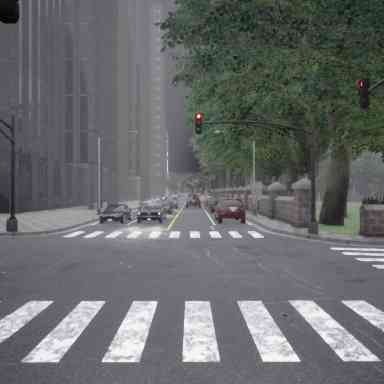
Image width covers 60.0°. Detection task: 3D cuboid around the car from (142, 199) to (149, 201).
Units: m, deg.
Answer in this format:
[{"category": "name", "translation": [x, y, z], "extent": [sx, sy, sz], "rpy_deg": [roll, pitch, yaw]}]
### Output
[{"category": "car", "translation": [-5.653, 1.580, 41.631], "extent": [2.008, 1.369, 4.403], "rpy_deg": [0, 0, 0]}]

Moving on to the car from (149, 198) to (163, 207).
[{"category": "car", "translation": [-5.624, 1.623, 52.546], "extent": [1.802, 1.307, 4.206], "rpy_deg": [0, 0, 0]}]

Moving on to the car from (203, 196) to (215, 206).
[{"category": "car", "translation": [2.915, 1.488, 57.986], "extent": [1.967, 1.590, 4.097], "rpy_deg": [0, 0, 0]}]

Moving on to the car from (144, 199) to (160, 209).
[{"category": "car", "translation": [-5.639, 1.617, 47.089], "extent": [1.802, 1.307, 4.206], "rpy_deg": [0, 0, 0]}]

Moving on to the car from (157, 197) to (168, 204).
[{"category": "car", "translation": [-5.596, 1.636, 63.460], "extent": [1.802, 1.307, 4.206], "rpy_deg": [0, 0, 0]}]

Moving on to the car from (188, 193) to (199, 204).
[{"category": "car", "translation": [0.276, 1.280, 68.315], "extent": [2.150, 2.045, 5.566], "rpy_deg": [0, 0, 0]}]

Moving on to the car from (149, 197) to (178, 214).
[{"category": "car", "translation": [-3.001, 1.569, 35.518], "extent": [2.033, 1.411, 5.357], "rpy_deg": [0, 0, 1]}]

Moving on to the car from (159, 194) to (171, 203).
[{"category": "car", "translation": [-5.581, 1.375, 68.917], "extent": [2.192, 1.841, 5.009], "rpy_deg": [0, 0, 0]}]

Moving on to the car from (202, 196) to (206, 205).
[{"category": "car", "translation": [2.886, 1.586, 47.073], "extent": [2.008, 1.369, 4.403], "rpy_deg": [0, 0, 0]}]

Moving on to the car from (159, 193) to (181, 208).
[{"category": "car", "translation": [-2.968, 1.386, 45.793], "extent": [2.097, 1.767, 4.553], "rpy_deg": [0, 0, 0]}]

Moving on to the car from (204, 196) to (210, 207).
[{"category": "car", "translation": [2.872, 1.580, 41.616], "extent": [2.008, 1.369, 4.403], "rpy_deg": [0, 0, 0]}]

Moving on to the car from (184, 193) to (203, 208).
[{"category": "car", "translation": [0.228, 1.391, 49.950], "extent": [2.097, 1.767, 4.553], "rpy_deg": [0, 0, 0]}]

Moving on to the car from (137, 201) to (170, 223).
[{"category": "car", "translation": [-3.032, 1.612, 25.700], "extent": [1.895, 1.301, 4.718], "rpy_deg": [0, 0, 0]}]

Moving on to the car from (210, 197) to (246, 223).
[{"category": "car", "translation": [2.829, 1.326, 25.248], "extent": [2.192, 1.841, 5.009], "rpy_deg": [0, 0, 0]}]

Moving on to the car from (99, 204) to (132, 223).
[{"category": "car", "translation": [-5.696, 1.577, 25.261], "extent": [1.947, 1.339, 4.313], "rpy_deg": [0, 0, 0]}]

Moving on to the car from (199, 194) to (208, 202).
[{"category": "car", "translation": [2.587, 1.425, 75.874], "extent": [2.097, 1.767, 4.553], "rpy_deg": [0, 0, 0]}]

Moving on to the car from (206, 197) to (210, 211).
[{"category": "car", "translation": [2.858, 1.588, 36.160], "extent": [1.947, 1.339, 4.313], "rpy_deg": [0, 0, 0]}]

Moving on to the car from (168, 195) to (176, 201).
[{"category": "car", "translation": [-5.524, 1.535, 90.745], "extent": [1.967, 1.590, 4.097], "rpy_deg": [0, 0, 0]}]
